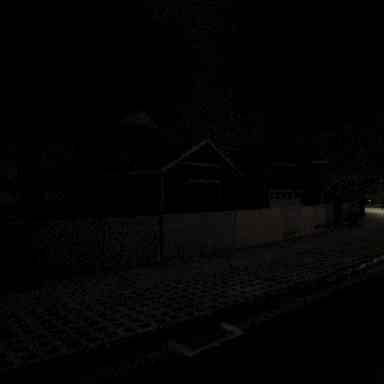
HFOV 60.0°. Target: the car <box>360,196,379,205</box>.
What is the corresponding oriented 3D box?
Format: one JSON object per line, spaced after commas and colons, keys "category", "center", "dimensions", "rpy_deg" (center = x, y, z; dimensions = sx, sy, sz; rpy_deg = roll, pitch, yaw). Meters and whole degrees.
{"category": "car", "center": [31.272, 1.442, 59.293], "dimensions": [1.837, 1.490, 4.892], "rpy_deg": [0, 0, 2]}
